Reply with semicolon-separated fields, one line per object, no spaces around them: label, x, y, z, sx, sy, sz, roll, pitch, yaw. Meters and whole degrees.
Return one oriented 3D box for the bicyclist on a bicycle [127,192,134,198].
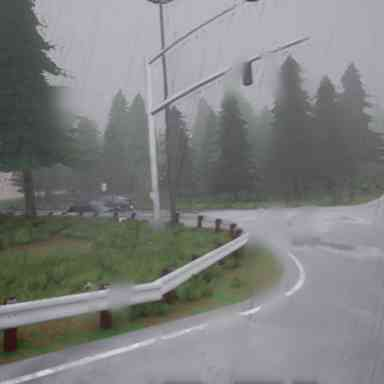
bicyclist on a bicycle;-5.984;0.825;31.912;0.582;1.620;1.656;-2;-1;31

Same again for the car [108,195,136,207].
car;-6.996;1.040;28.492;4.892;1.490;1.837;-2;3;32

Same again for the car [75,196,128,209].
car;-7.176;1.285;24.307;4.181;1.385;1.994;-2;3;31
